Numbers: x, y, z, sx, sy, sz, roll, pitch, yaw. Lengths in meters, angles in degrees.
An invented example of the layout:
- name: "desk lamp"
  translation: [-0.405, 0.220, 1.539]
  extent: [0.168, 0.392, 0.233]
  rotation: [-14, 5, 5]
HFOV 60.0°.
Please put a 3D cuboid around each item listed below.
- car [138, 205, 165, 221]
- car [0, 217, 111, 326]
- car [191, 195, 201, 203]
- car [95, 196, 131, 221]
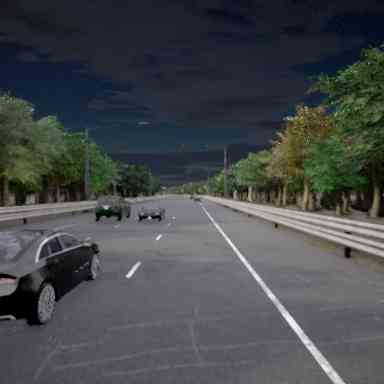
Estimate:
- name: "car"
  translation: [-3.362, 1.781, 28.606]
  extent: [1.895, 1.301, 4.718]
  rotation: [0, 0, 0]
- name: "car"
  translation: [-3.396, 1.541, 7.126]
  extent: [2.128, 1.511, 4.902]
  rotation: [0, 0, 0]
- name: "car"
  translation: [1.348, 1.975, 86.287]
  extent: [1.837, 1.490, 4.892]
  rotation: [0, 0, 0]
- name: "car"
  translation: [-6.859, 1.404, 29.265]
  extent: [2.150, 2.045, 5.566]
  rotation: [0, 0, 0]
